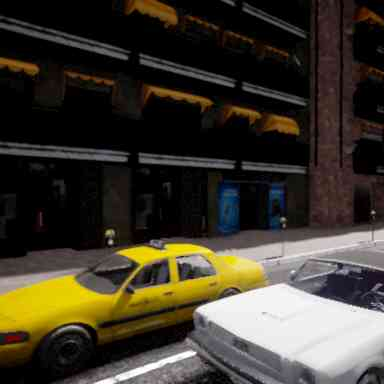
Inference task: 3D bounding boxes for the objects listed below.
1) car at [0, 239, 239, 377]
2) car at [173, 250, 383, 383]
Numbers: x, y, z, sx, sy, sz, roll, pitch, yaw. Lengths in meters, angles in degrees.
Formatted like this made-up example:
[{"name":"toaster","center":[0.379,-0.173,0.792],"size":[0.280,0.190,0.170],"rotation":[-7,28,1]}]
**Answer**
[{"name":"car","center":[-0.803,1.521,5.519],"size":[4.829,1.417,1.752],"rotation":[0,1,-36]},{"name":"car","center":[2.275,1.590,4.575],"size":[4.718,1.301,1.895],"rotation":[0,0,-36]}]
